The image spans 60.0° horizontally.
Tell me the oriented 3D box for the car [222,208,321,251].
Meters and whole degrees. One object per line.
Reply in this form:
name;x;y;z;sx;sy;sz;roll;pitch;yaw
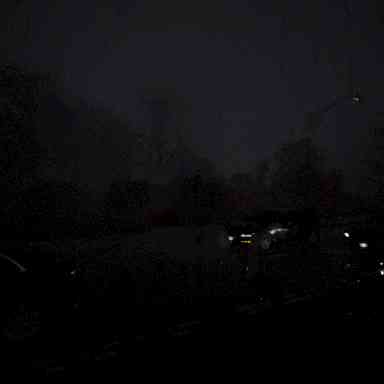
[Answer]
car;3.454;1.477;14.057;4.892;1.490;1.837;-1;1;-35

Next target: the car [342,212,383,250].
car;8.349;1.527;13.539;5.357;1.411;2.033;0;0;-35

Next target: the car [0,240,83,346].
car;-4.129;1.494;4.783;4.892;1.490;1.837;0;0;-35
